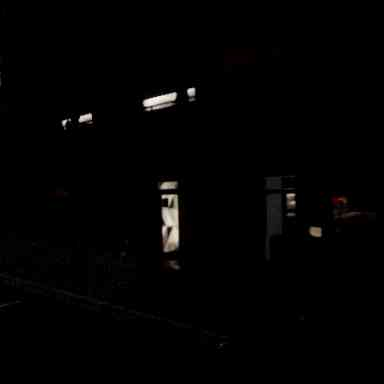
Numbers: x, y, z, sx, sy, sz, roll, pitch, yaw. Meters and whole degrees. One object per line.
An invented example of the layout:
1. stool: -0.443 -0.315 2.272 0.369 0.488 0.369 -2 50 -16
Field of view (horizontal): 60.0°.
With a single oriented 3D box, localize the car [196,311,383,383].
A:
1. car: 2.238 1.303 1.295 5.009 1.841 2.192 -1 -1 36
